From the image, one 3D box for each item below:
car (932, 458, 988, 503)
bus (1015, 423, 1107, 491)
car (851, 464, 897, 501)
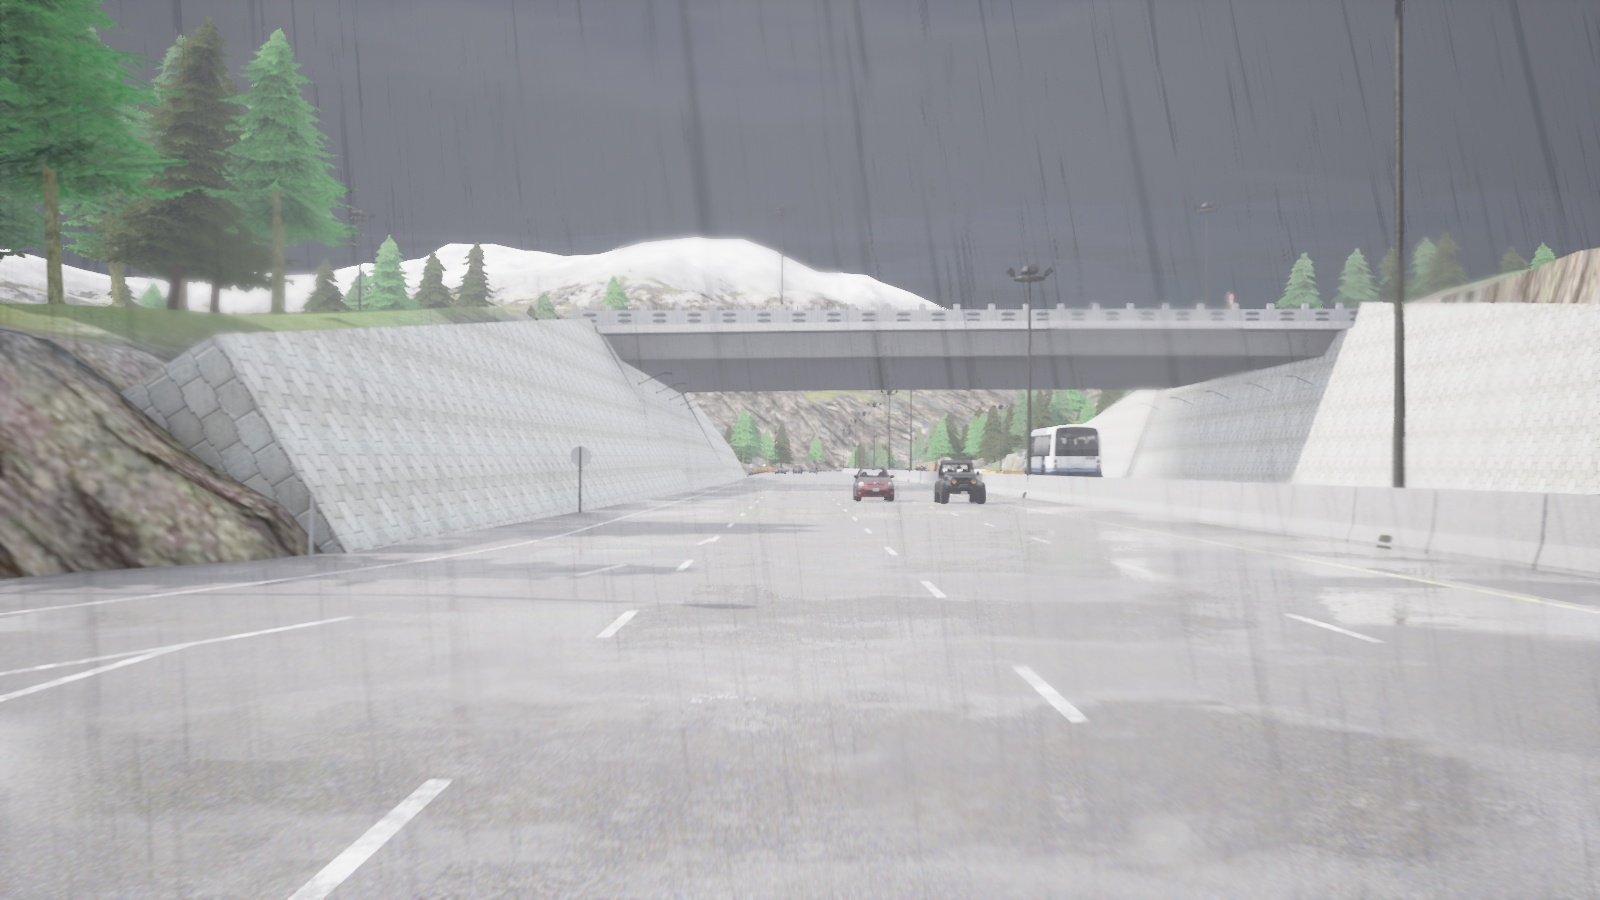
[{"bbox_3d":[6.871,1.308,54.302,1.905,1.878,3.866,0,-1,0],"label":"car"},{"bbox_3d":[17.296,0.495,84.178,3.944,4.253,10.273,0,-1,0],"label":"bus"},{"bbox_3d":[3.364,1.466,57.473,1.851,1.617,3.988,0,-1,0],"label":"car"}]
